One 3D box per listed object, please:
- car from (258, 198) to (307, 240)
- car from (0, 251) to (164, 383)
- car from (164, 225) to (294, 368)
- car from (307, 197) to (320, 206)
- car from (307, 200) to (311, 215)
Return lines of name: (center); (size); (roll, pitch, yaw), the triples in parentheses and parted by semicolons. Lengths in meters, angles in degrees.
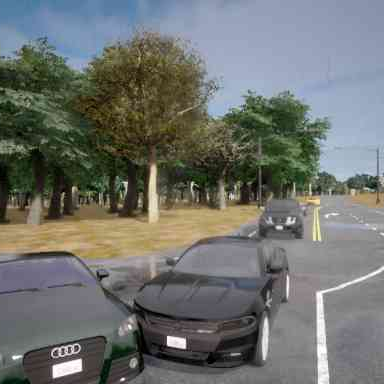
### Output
car: (5.156, 1.397, 18.751); (2.150, 2.045, 5.566); (-1, -1, 20)
car: (-2.328, 1.643, 5.014); (1.994, 1.385, 4.181); (1, -2, -33)
car: (0.714, 1.613, 6.320); (1.882, 1.535, 5.008); (-1, -2, 21)
car: (21.490, 1.690, 58.884); (1.882, 1.535, 5.008); (-1, 0, 27)
car: (11.030, 1.809, 34.606); (1.895, 1.301, 4.718); (-1, 0, 20)
